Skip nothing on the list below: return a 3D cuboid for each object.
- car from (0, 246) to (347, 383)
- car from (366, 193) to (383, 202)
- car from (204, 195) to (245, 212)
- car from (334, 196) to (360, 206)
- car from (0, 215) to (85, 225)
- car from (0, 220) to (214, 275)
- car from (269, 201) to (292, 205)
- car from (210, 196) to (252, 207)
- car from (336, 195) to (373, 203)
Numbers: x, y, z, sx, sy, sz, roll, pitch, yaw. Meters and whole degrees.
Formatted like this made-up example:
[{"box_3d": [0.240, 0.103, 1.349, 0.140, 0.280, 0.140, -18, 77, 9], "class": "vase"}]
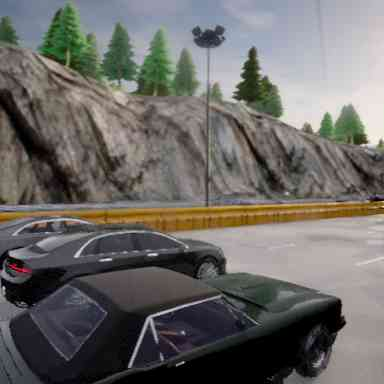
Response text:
[{"box_3d": [-0.242, 1.584, 3.760, 4.718, 1.301, 1.895, 0, 0, -38], "class": "car"}, {"box_3d": [29.143, 1.239, 53.675, 5.566, 2.045, 2.150, 1, 0, -37], "class": "car"}, {"box_3d": [3.786, 1.247, 38.183, 4.553, 1.767, 2.097, 0, 0, -38], "class": "car"}, {"box_3d": [25.967, 1.463, 55.648, 5.008, 1.535, 1.882, 1, 0, -37], "class": "car"}, {"box_3d": [-3.795, 1.431, 9.863, 4.902, 1.511, 2.128, 0, 0, -38], "class": "car"}, {"box_3d": [-1.366, 1.469, 7.320, 4.892, 1.490, 1.837, 0, 0, -38], "class": "car"}, {"box_3d": [8.565, 1.546, 33.014, 4.718, 1.301, 1.895, 0, 0, -38], "class": "car"}, {"box_3d": [4.031, 1.404, 33.931, 4.902, 1.511, 2.128, 0, 0, -38], "class": "car"}, {"box_3d": [20.732, 1.485, 42.656, 4.902, 1.511, 2.128, 0, 0, -38], "class": "car"}]
